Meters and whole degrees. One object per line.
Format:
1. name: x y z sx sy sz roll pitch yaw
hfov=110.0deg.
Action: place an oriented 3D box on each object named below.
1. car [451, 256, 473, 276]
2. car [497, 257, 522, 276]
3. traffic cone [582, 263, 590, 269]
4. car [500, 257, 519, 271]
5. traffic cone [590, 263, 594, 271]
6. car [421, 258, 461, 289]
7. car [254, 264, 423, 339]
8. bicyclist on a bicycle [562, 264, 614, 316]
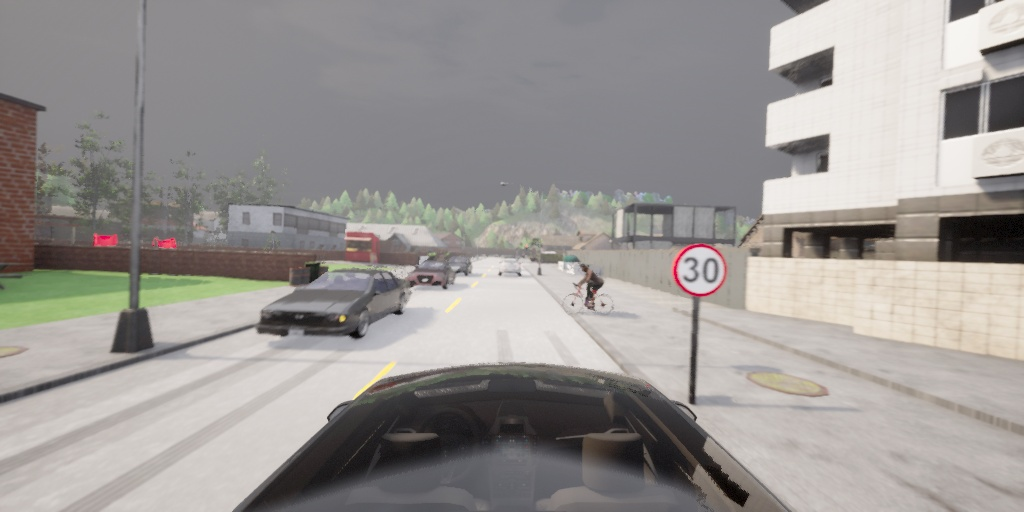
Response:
1. car: -4.335 0.762 29.662 2.128 1.511 4.902 2 1 0
2. car: -0.165 0.936 30.995 1.812 1.442 4.674 2 1 -1
3. traffic cone: 9.914 1.422 47.926 0.344 0.586 0.344 0 0 -1
4. car: -0.277 0.853 41.085 1.994 1.385 4.181 2 1 -1
5. traffic cone: 10.903 1.422 48.977 0.344 0.586 0.344 0 0 -1
6. car: -4.248 0.955 19.483 1.994 1.385 4.181 2 1 0
7. car: -4.147 1.057 9.536 2.033 1.411 5.357 2 1 -1
8. bicyclist on a bicycle: 2.430 1.081 11.381 1.656 1.620 0.582 2 1 -1
